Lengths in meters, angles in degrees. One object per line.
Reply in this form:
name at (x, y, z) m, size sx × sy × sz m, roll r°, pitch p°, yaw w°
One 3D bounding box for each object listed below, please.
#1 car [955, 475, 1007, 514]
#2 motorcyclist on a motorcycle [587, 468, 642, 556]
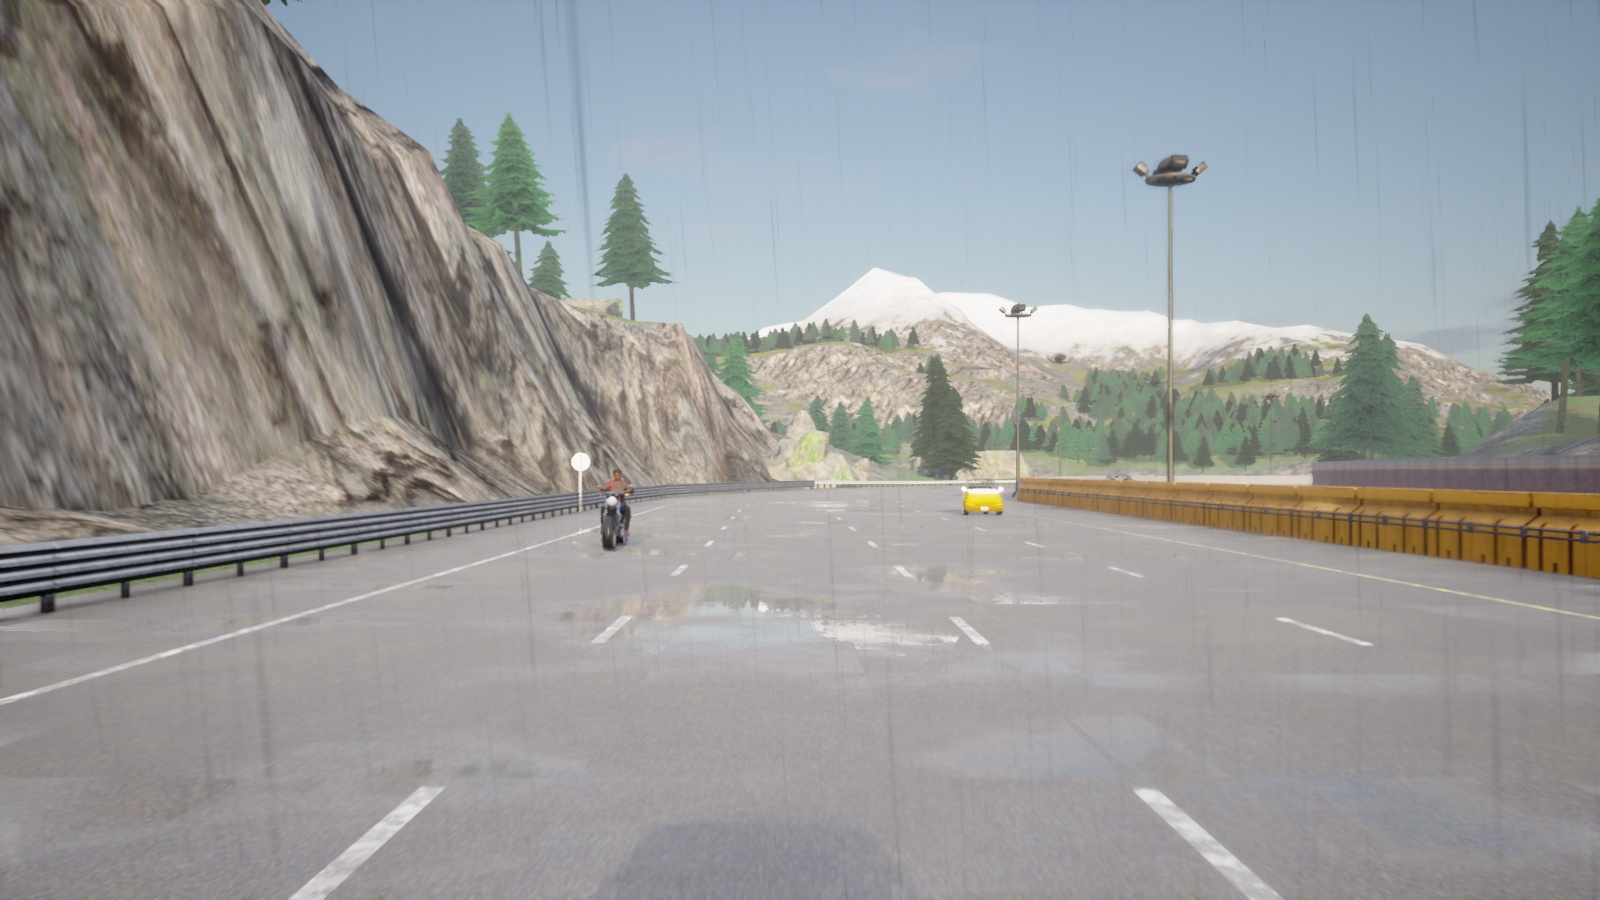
car at (6.495, 1.600, 45.196) m, size 1.481 × 1.376 × 2.207 m, roll 0°, pitch -2°, yaw -1°
motorcyclist on a motorcycle at (-3.657, 1.197, 24.932) m, size 0.766 × 1.649 × 2.350 m, roll 0°, pitch -1°, yaw -1°
